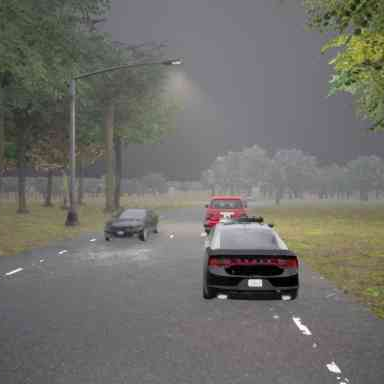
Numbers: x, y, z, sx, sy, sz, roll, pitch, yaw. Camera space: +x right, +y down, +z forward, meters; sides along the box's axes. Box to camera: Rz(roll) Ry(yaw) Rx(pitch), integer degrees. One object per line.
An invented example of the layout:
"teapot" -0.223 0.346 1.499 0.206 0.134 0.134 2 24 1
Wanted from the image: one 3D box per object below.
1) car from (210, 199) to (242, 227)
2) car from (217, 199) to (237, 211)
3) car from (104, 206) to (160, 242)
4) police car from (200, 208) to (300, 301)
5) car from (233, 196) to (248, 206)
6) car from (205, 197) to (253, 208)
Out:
"car" 2.469 1.405 24.160 2.097 1.767 4.553 0 0 7
"car" 4.824 1.686 44.892 2.033 1.411 5.357 0 0 13
"car" -2.887 1.503 16.818 1.882 1.535 5.008 0 0 5
"police car" 1.244 1.433 8.548 1.930 1.638 5.238 0 0 2
"car" 9.135 1.620 62.172 2.097 1.767 4.553 0 0 17
"car" 1.882 1.260 18.323 2.150 2.045 5.566 0 0 5
